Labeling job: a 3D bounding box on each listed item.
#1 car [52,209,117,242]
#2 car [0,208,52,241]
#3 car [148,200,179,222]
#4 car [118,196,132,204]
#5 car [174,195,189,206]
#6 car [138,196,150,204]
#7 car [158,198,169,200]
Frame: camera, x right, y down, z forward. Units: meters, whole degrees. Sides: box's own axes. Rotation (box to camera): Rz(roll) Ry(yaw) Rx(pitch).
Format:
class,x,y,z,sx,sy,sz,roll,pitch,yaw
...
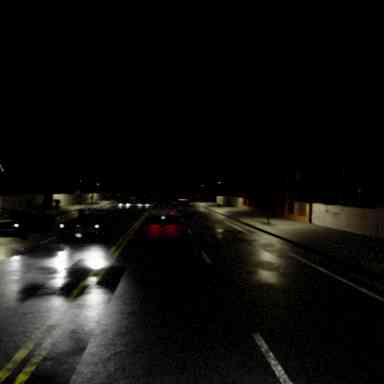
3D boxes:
class,x,y,z,sx,sy,sz,roll,pitch,yaw
car,-4.867,1.496,15.993,1.895,1.301,4.718,1,0,-5
car,-8.105,1.432,15.721,1.895,1.301,4.718,1,0,-5
car,-2.247,1.548,26.003,1.895,1.301,4.718,1,0,-5
car,-11.590,1.365,58.006,1.994,1.385,4.181,1,0,-4
car,-1.553,1.485,56.560,2.128,1.511,4.902,1,0,-5
car,-8.343,1.412,58.258,2.033,1.411,5.357,1,0,-4
car,-4.245,1.533,49.781,1.895,1.301,4.718,1,0,-5
